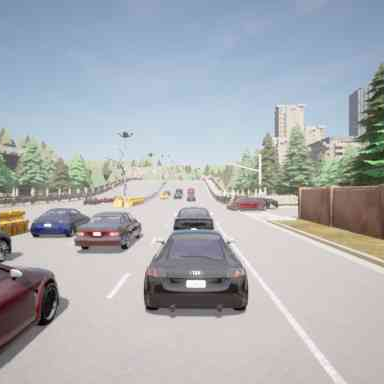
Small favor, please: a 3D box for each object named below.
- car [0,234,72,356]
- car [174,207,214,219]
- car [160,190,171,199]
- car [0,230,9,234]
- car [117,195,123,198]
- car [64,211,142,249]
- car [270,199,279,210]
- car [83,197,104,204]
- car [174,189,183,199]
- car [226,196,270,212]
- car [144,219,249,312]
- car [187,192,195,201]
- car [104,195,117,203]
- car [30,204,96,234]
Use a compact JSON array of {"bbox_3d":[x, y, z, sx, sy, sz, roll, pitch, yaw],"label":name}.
[{"bbox_3d":[-3.405,1.564,4.436,1.994,1.385,4.181,0,0,0],"label":"car"},{"bbox_3d":[0.084,1.477,16.770,1.882,1.535,5.008,0,0,0],"label":"car"},{"bbox_3d":[-7.192,1.023,86.944,1.882,1.535,5.008,0,3,0],"label":"car"},{"bbox_3d":[-6.907,1.491,9.131,2.128,1.511,4.902,0,0,0],"label":"car"},{"bbox_3d":[-17.640,1.477,78.954,1.895,1.301,4.718,0,1,0],"label":"car"},{"bbox_3d":[-3.408,1.547,14.412,2.033,1.411,5.357,0,0,0],"label":"car"},{"bbox_3d":[8.706,1.505,42.815,4.892,1.490,1.837,0,1,5],"label":"car"},{"bbox_3d":[-17.617,1.563,58.642,1.994,1.385,4.181,0,0,0],"label":"car"},{"bbox_3d":[-3.692,0.903,86.930,2.097,1.767,4.553,0,3,0],"label":"car"},{"bbox_3d":[6.245,1.351,38.800,4.553,1.767,2.097,0,0,-5],"label":"car"},{"bbox_3d":[0.088,1.564,7.780,1.994,1.385,4.181,0,0,1],"label":"car"},{"bbox_3d":[-0.154,1.376,81.166,1.994,1.385,4.181,0,2,0],"label":"car"},{"bbox_3d":[-17.577,1.594,68.712,1.895,1.301,4.718,0,0,0],"label":"car"},{"bbox_3d":[-6.918,1.564,17.972,1.994,1.385,4.181,0,0,0],"label":"car"}]
